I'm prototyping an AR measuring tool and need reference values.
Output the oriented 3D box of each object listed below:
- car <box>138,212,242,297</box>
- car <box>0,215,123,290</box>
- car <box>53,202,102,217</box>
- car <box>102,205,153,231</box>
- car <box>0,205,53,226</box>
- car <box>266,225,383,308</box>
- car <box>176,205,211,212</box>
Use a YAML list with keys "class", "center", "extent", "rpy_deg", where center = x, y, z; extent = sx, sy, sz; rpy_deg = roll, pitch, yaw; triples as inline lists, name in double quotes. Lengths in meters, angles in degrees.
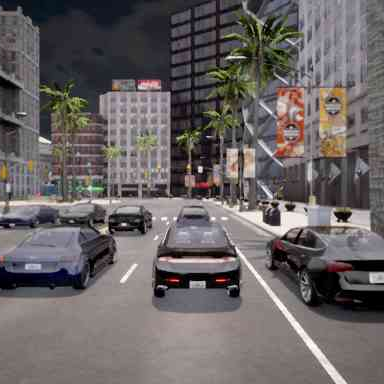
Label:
- class: "car"
  center: [0.101, 1.491, 8.544]
  extent: [2.128, 1.511, 4.902]
  rpy_deg: [0, 0, 0]
- class: "car"
  center: [-3.397, 1.563, 9.101]
  extent: [1.994, 1.385, 4.181]
  rpy_deg: [0, 0, 0]
- class: "car"
  center: [-7.005, 1.478, 21.855]
  extent: [1.882, 1.535, 5.008]
  rpy_deg: [0, 0, 0]
- class: "car"
  center: [-3.400, 1.476, 19.070]
  extent: [1.882, 1.535, 5.008]
  rpy_deg: [0, 0, 0]
- class: "car"
  center: [-10.503, 1.545, 22.086]
  extent: [2.033, 1.411, 5.357]
  rpy_deg: [0, 0, 0]
- class: "car"
  center: [3.192, 1.513, 8.023]
  extent: [2.161, 1.482, 4.786]
  rpy_deg: [0, 0, -1]
- class: "car"
  center: [0.101, 1.503, 18.799]
  extent: [1.837, 1.490, 4.892]
  rpy_deg: [0, 0, 0]
